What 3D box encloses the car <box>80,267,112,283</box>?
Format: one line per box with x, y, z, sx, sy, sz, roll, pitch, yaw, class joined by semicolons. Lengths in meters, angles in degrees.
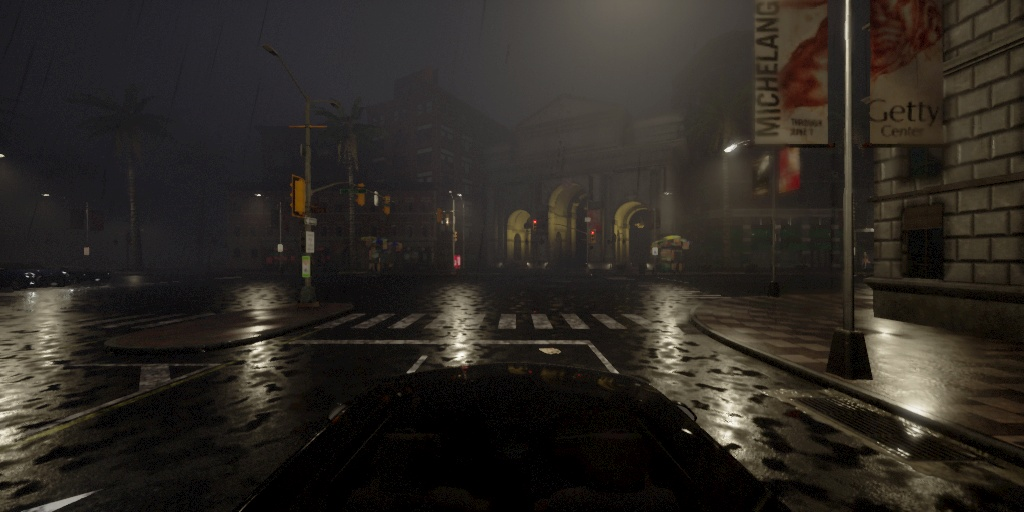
-31.292;1.351;25.183;4.718;1.301;1.895;0;0;1;car

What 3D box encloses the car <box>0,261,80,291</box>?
-29.583;1.101;21.539;4.553;1.767;2.097;0;0;3;car
